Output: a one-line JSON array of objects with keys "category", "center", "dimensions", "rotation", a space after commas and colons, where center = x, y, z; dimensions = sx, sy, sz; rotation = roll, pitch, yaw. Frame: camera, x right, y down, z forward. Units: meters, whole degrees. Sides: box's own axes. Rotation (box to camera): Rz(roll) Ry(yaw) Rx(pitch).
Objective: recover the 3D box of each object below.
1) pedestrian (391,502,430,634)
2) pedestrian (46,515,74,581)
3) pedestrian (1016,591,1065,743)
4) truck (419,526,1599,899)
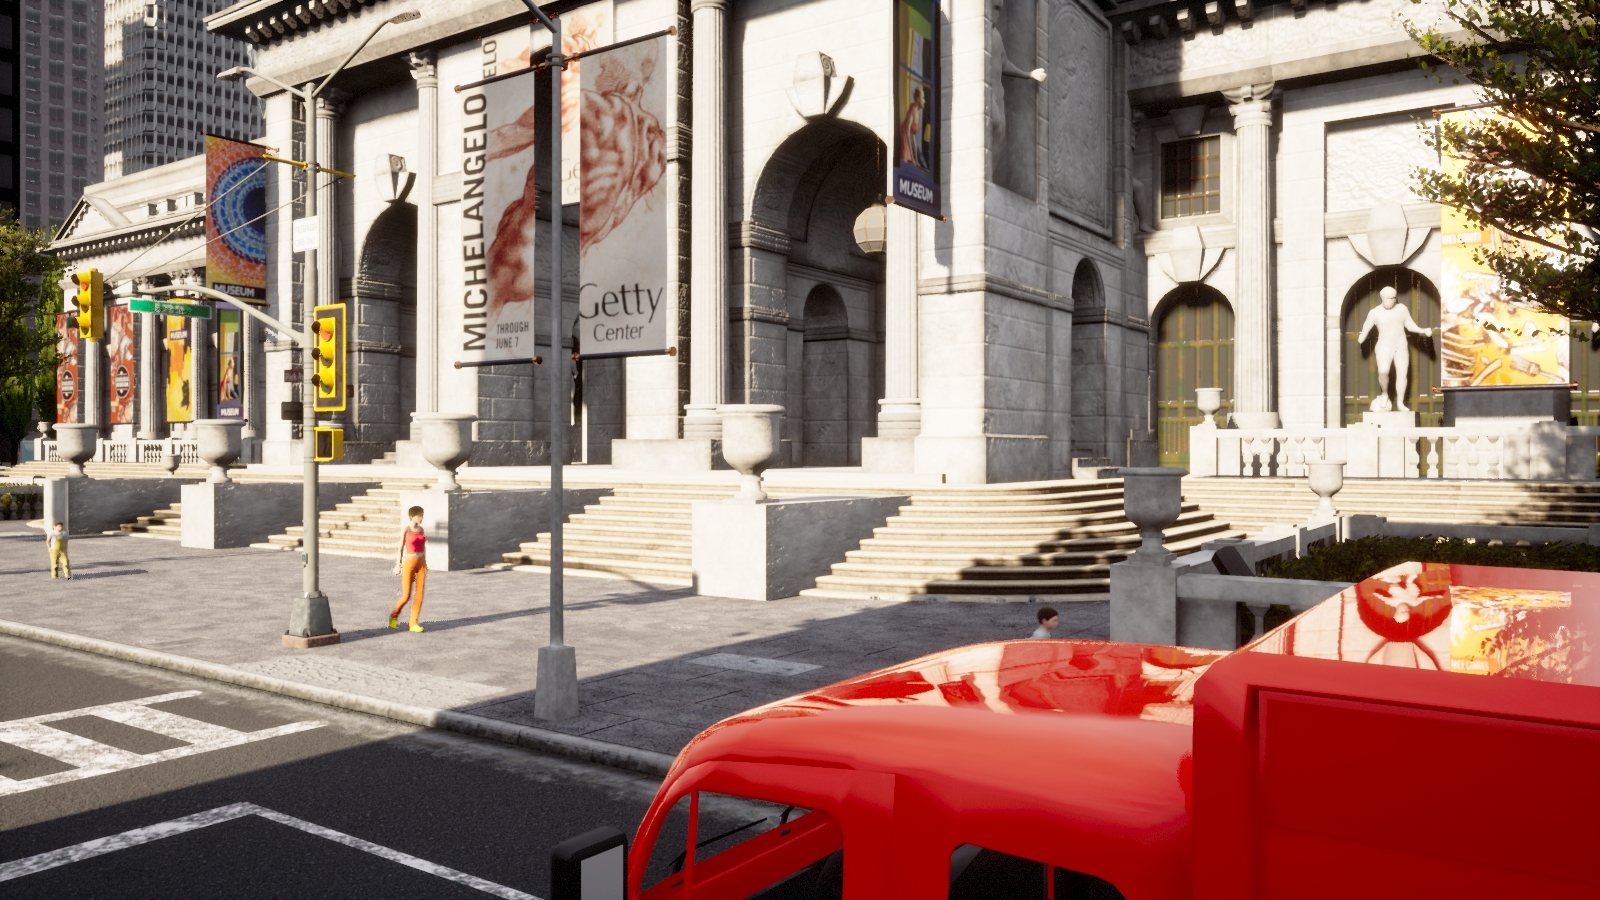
[{"category": "pedestrian", "center": [-5.643, 1.690, 16.558], "dimensions": [0.375, 1.860, 0.375], "rotation": [0, 0, 33]}, {"category": "pedestrian", "center": [-14.926, 1.967, 23.040], "dimensions": [0.375, 1.300, 0.375], "rotation": [0, 0, 37]}, {"category": "pedestrian", "center": [2.208, 1.976, 10.484], "dimensions": [0.375, 1.300, 0.375], "rotation": [0, 0, 22]}, {"category": "truck", "center": [1.935, 1.568, 2.414], "dimensions": [5.204, 2.467, 2.627], "rotation": [0, 0, 35]}]
